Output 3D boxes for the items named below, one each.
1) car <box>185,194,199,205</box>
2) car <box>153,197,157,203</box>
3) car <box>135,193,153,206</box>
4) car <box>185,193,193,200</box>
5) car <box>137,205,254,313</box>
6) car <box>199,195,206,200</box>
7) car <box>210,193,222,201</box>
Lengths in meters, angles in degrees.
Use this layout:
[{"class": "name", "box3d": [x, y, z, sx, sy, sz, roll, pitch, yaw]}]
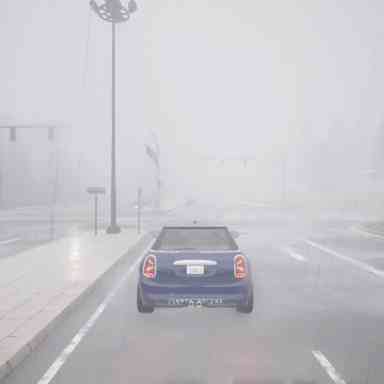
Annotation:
[{"class": "car", "box3d": [-0.161, 1.526, 54.646, 1.812, 1.442, 4.674, 0, 0, -1]}, {"class": "car", "box3d": [-8.368, 1.547, 65.619, 2.033, 1.411, 5.357, 0, 0, 0]}, {"class": "car", "box3d": [-8.270, 1.352, 56.005, 2.097, 1.767, 4.553, 0, 0, -1]}, {"class": "car", "box3d": [-0.814, 1.189, 95.506, 2.150, 2.045, 5.566, 0, 0, -1]}, {"class": "car", "box3d": [0.071, 1.352, 7.826, 2.097, 1.767, 4.553, 0, 0, 0]}, {"class": "car", "box3d": [2.746, 1.524, 91.776, 1.812, 1.442, 4.674, 0, 0, -1]}, {"class": "car", "box3d": [6.356, 1.215, 84.937, 2.150, 2.045, 5.566, 0, 0, -1]}]
